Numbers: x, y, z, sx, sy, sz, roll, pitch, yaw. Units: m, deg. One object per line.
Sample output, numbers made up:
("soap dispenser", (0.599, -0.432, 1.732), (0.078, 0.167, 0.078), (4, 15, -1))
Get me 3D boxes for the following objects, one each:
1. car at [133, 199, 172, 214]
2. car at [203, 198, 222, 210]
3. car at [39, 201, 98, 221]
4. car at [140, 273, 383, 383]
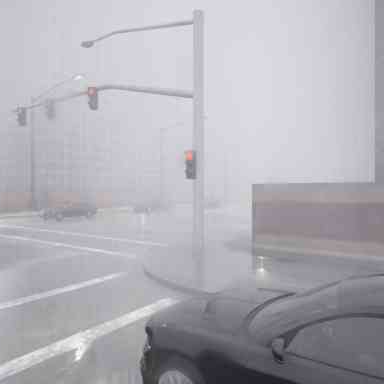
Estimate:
("car", (-4.176, 1.505, 35.574), (1.837, 1.490, 4.892), (0, 0, 36))
("car", (2.083, 1.478, 44.152), (1.882, 1.535, 5.008), (0, 0, 36))
("car", (-10.105, 1.491, 27.436), (2.128, 1.511, 4.902), (0, 0, 34))
("car", (1.731, 1.478, 2.771), (5.008, 1.535, 1.882), (0, 0, 37))
